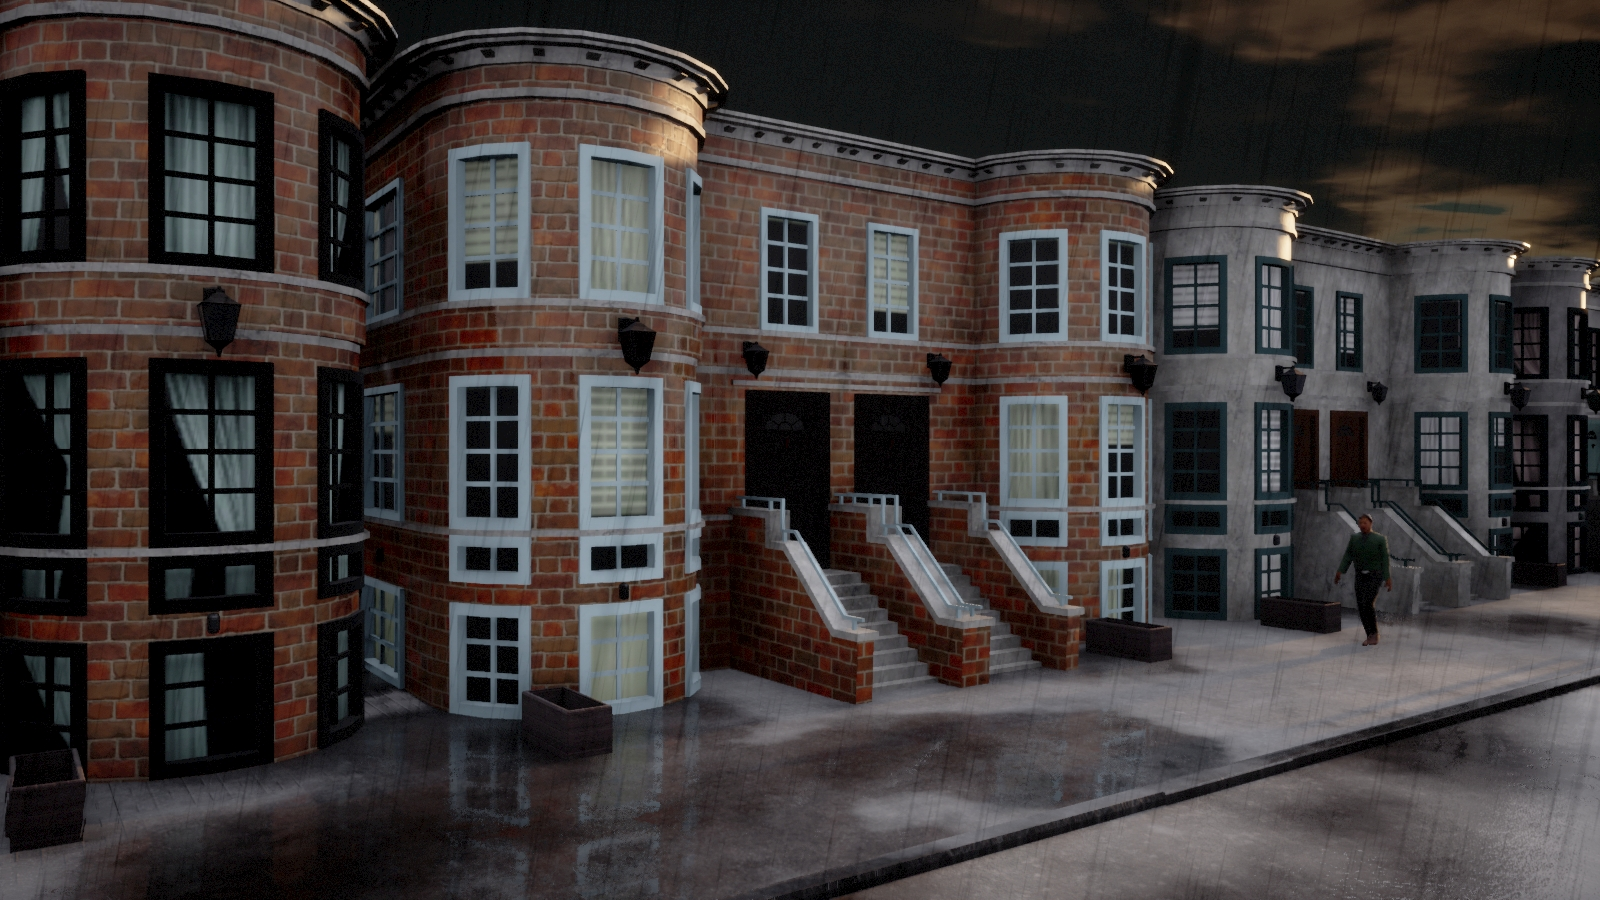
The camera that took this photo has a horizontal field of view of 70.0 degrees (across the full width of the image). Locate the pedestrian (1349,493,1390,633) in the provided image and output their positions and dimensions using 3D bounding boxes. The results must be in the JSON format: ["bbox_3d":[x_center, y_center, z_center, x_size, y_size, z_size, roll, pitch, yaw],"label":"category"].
[{"bbox_3d":[7.763,1.520,15.569,0.375,1.860,0.375,0,0,-38],"label":"pedestrian"}]
